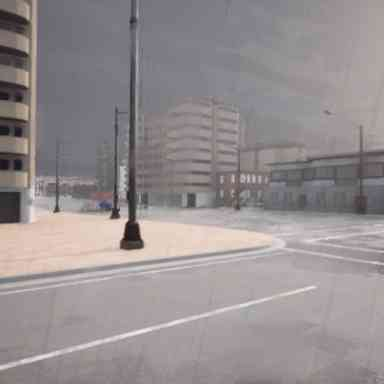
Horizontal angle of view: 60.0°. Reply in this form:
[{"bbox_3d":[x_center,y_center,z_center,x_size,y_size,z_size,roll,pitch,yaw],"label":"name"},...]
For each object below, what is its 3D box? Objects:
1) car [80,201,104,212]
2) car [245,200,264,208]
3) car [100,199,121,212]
[{"bbox_3d":[-16.399,2.586,53.711,1.895,1.301,4.718,1,-1,-37],"label":"car"},{"bbox_3d":[12.184,2.309,64.764,1.970,1.475,3.806,1,-2,-37],"label":"car"},{"bbox_3d":[-13.998,2.257,56.358,2.150,2.045,5.566,1,-1,-37],"label":"car"}]
